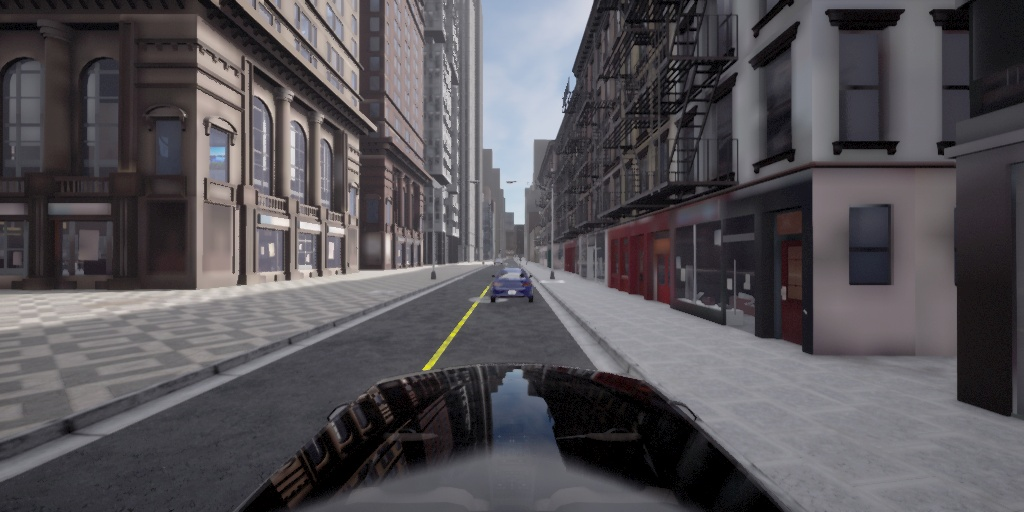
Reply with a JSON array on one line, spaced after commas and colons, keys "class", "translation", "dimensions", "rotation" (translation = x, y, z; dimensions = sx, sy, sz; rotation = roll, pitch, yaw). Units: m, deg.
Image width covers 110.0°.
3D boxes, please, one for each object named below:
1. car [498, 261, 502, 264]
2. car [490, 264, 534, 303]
[{"class": "car", "translation": [0.000, 1.353, 31.530], "dimensions": [1.895, 1.301, 4.718], "rotation": [0, 0, 0]}, {"class": "car", "translation": [0.001, 1.278, 16.500], "dimensions": [1.812, 1.442, 4.674], "rotation": [0, 0, 0]}]
